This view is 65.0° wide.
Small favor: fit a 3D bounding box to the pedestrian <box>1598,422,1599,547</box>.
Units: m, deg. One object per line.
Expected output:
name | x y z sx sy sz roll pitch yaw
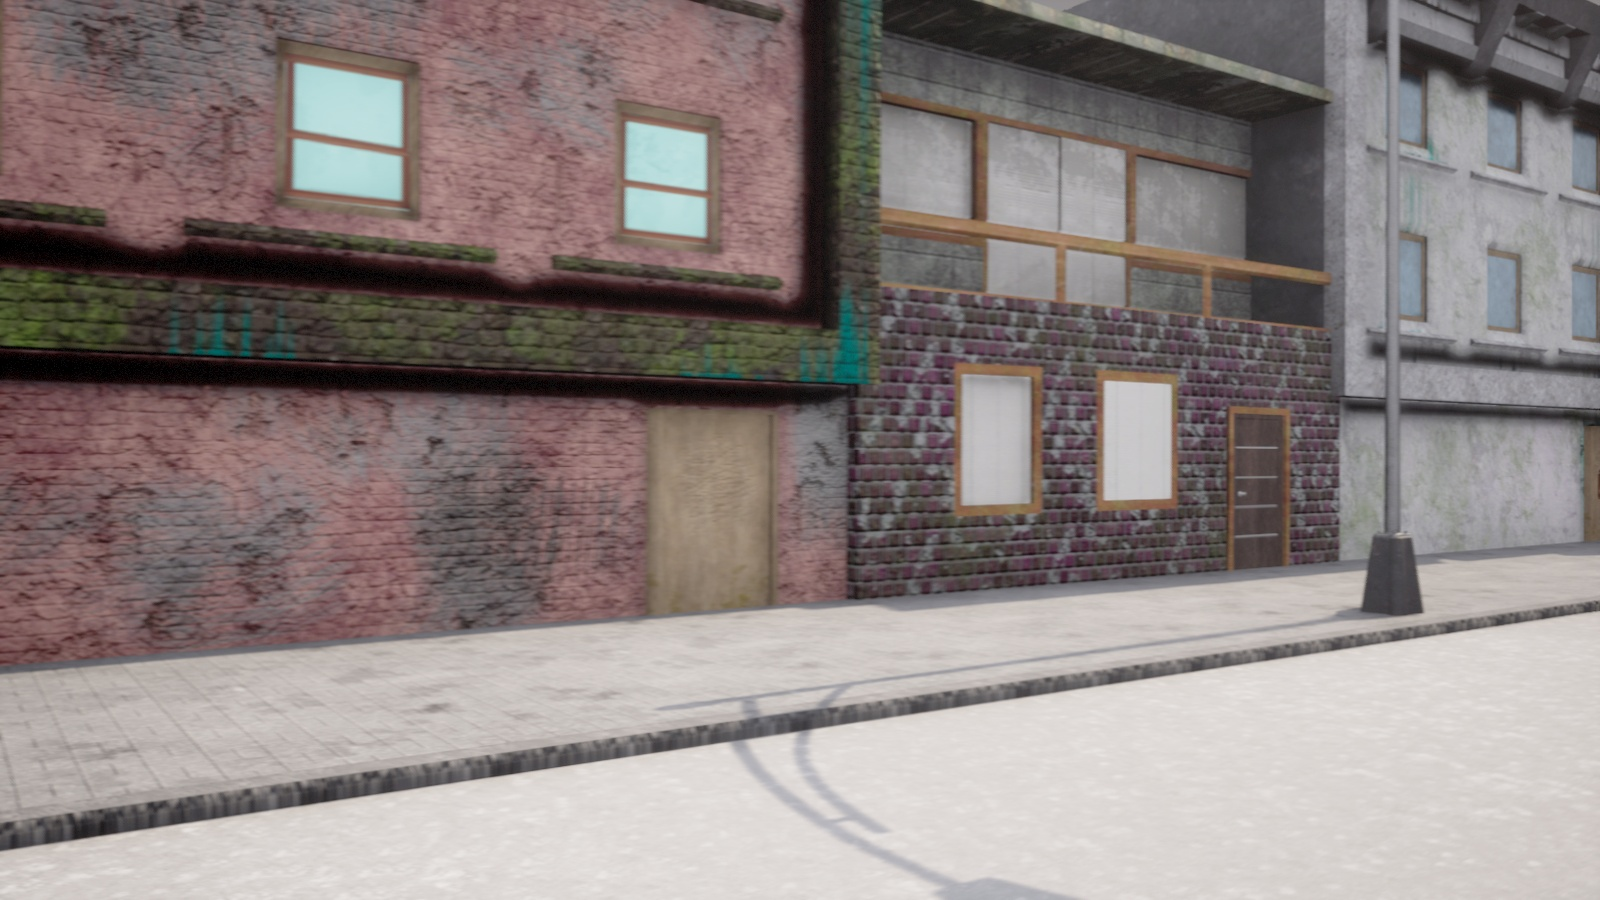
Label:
pedestrian | 12.305 0.512 18.795 0.540 1.848 0.694 0 0 39
